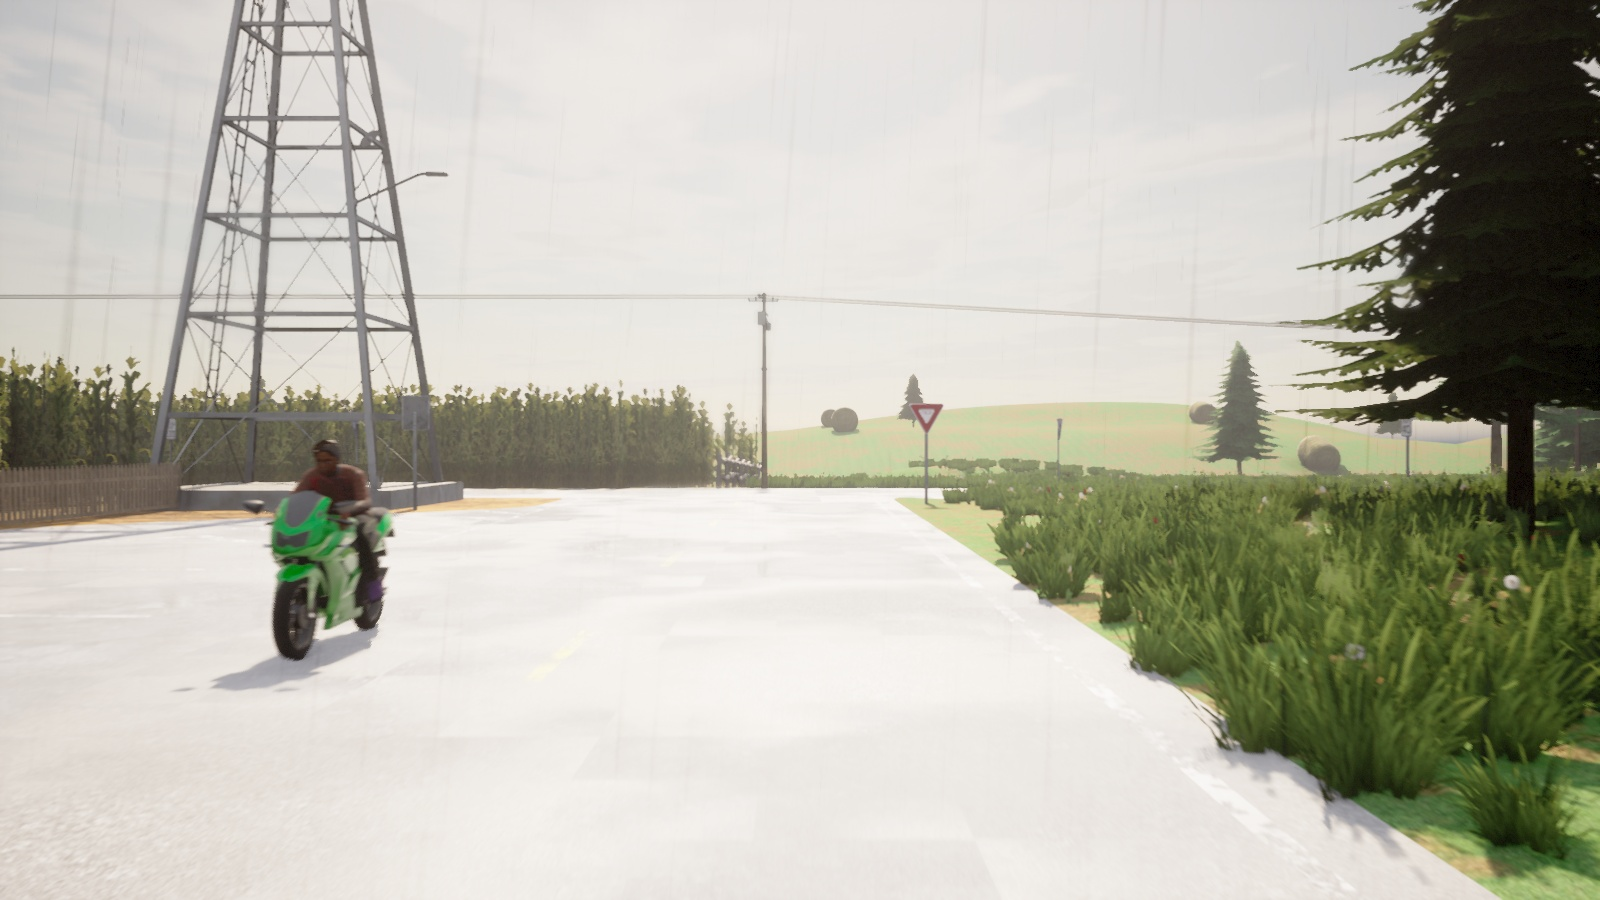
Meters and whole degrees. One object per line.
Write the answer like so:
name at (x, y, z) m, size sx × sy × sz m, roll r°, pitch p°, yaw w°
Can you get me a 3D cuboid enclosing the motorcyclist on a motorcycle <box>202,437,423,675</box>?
motorcyclist on a motorcycle at (-3.433, 0.675, 9.076) m, size 0.797 × 1.523 × 2.044 m, roll 0°, pitch 0°, yaw 0°
